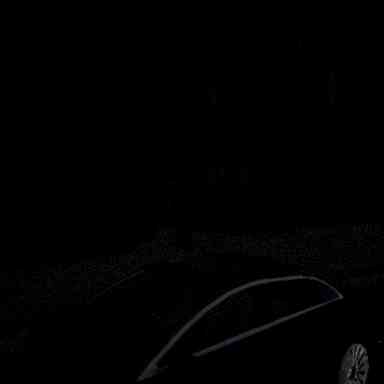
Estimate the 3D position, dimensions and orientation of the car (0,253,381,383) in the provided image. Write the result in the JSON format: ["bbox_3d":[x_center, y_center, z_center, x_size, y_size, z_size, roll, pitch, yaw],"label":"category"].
[{"bbox_3d":[0.041,1.492,3.406,4.902,1.511,2.128,0,0,-36],"label":"car"}]
